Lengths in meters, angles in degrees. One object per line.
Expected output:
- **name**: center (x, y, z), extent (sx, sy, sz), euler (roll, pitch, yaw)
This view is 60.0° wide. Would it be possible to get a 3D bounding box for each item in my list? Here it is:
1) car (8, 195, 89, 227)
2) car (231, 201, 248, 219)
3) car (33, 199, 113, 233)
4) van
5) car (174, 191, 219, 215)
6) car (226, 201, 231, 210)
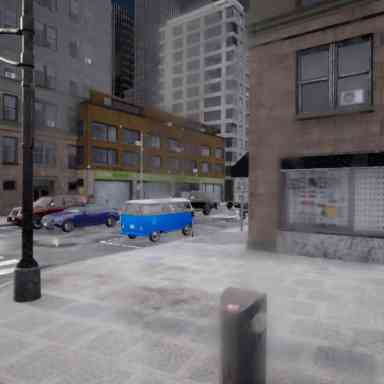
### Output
- **car**: center (-8.399, 1.123, 20.372), extent (2.192, 1.841, 5.009), euler (1, 1, 35)
- **car**: center (5.036, 1.280, 24.614), extent (2.008, 1.369, 4.403), euler (1, 1, 35)
- **car**: center (-6.177, 1.351, 18.926), extent (1.812, 1.442, 4.674), euler (0, 1, 35)
- **van**: center (-1.439, 1.208, 15.451), extent (1.690, 1.788, 3.998), euler (1, 1, 35)
- **car**: center (-0.405, 0.924, 27.082), extent (2.150, 2.045, 5.566), euler (0, 1, 35)
- **car**: center (5.458, 1.178, 35.369), extent (1.895, 1.301, 4.718), euler (1, 1, 36)
